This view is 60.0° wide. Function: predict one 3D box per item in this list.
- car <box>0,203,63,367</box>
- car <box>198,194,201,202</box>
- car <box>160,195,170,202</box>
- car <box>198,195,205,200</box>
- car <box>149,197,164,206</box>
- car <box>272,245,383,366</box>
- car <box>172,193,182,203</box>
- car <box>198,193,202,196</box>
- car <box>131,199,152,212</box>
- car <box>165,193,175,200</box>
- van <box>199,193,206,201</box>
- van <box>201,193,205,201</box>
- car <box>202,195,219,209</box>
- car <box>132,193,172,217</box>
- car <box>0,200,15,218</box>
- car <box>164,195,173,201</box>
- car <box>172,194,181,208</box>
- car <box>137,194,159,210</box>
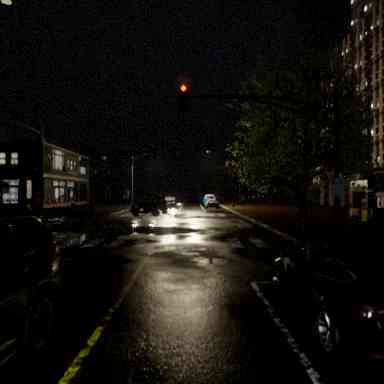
[{"bbox_3d":[-3.094,1.217,3.029,2.150,2.045,5.566,0,0,0],"label":"car"},{"bbox_3d":[2.616,1.483,60.480,2.008,1.369,4.403,0,0,0],"label":"car"},{"bbox_3d":[-5.778,1.446,71.398,1.752,1.417,4.829,0,0,0],"label":"car"},{"bbox_3d":[2.581,1.428,88.404,1.752,1.417,4.829,0,0,0],"label":"car"},{"bbox_3d":[-5.757,1.489,54.915,2.008,1.369,4.403,0,0,0],"label":"car"},{"bbox_3d":[2.687,1.559,5.797,1.947,1.339,4.313,0,0,0],"label":"car"},{"bbox_3d":[-3.097,1.490,67.136,1.994,1.385,4.181,0,0,0],"label":"car"},{"bbox_3d":[2.602,1.487,71.582,1.947,1.339,4.313,0,0,0],"label":"car"},{"bbox_3d":[-5.735,1.539,38.262,1.802,1.307,4.206,0,0,0],"label":"car"},{"bbox_3d":[-5.799,1.218,88.221,2.192,1.841,5.009,0,0,0],"label":"car"},{"bbox_3d":[2.590,1.250,82.683,1.690,1.788,3.998,0,0,0],"label":"van"},{"bbox_3d":[2.632,1.286,49.377,1.690,1.788,3.998,0,0,0],"label":"van"},{"bbox_3d":[2.637,1.476,43.996,1.752,1.417,4.829,0,0,0],"label":"car"},{"bbox_3d":[-3.859,1.187,31.403,2.150,2.045,5.566,0,0,10],"label":"car"},{"bbox_3d":[-17.303,1.339,27.250,4.507,1.381,1.887,1,-1,-1],"label":"car"},{"bbox_3d":[-5.793,1.460,82.670,2.008,1.369,4.403,0,0,0],"label":"car"},{"bbox_3d":[-3.155,1.439,47.614,2.128,1.511,4.902,0,0,0],"label":"car"},{"bbox_3d":[-5.741,1.266,43.813,2.192,1.841,5.009,0,0,0],"label":"car"}]
